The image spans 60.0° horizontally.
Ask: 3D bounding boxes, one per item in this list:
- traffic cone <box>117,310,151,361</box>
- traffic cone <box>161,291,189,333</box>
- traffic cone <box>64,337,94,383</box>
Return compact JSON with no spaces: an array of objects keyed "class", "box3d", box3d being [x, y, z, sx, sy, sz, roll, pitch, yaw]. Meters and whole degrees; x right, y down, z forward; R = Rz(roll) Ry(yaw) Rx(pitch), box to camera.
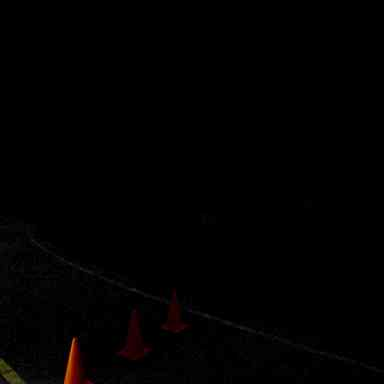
[{"class":"traffic cone","box3d":[-0.803,1.938,4.617,0.340,0.580,0.340,1,1,31]},{"class":"traffic cone","box3d":[-0.284,1.931,5.468,0.340,0.580,0.340,1,1,31]},{"class":"traffic cone","box3d":[-1.321,1.945,3.766,0.340,0.580,0.340,1,1,31]}]
